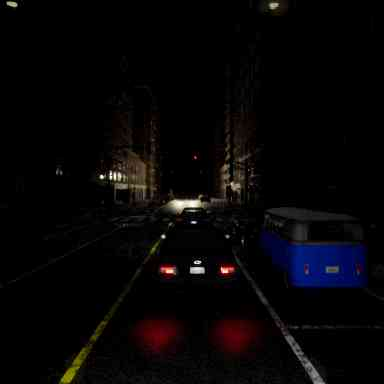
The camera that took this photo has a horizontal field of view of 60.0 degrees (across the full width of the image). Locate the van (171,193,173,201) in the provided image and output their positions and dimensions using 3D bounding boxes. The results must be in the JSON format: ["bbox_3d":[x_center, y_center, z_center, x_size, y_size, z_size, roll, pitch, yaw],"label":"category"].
[{"bbox_3d":[-5.712,1.305,74.059,1.690,1.788,3.998,0,0,0],"label":"van"}]

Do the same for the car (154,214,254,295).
[{"bbox_3d":[0.096,1.546,8.881,2.033,1.411,5.357,0,0,0],"label":"car"}]

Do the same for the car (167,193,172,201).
[{"bbox_3d":[-5.709,1.509,68.608,1.887,1.381,4.507,0,0,0],"label":"car"}]

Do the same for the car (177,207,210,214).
[{"bbox_3d":[0.090,1.557,19.200,1.994,1.385,4.181,0,0,0],"label":"car"}]

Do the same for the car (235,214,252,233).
[{"bbox_3d":[2.848,1.562,14.272,1.947,1.339,4.313,0,0,0],"label":"car"}]

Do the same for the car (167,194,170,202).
[{"bbox_3d":[-5.706,1.509,63.157,1.887,1.381,4.507,0,0,0],"label":"car"}]

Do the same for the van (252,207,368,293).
[{"bbox_3d":[2.850,1.339,8.612,1.690,1.788,3.998,0,0,0],"label":"van"}]

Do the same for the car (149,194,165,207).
[{"bbox_3d":[-5.699,1.494,52.086,1.752,1.417,4.829,0,0,0],"label":"car"}]

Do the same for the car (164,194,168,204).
[{"bbox_3d":[-5.702,1.517,57.706,2.008,1.369,4.403,0,0,0],"label":"car"}]

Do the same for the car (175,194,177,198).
[{"bbox_3d":[-5.719,1.282,84.961,2.192,1.841,5.009,0,0,0],"label":"car"}]

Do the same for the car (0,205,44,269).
[{"bbox_3d":[-5.674,1.313,8.567,2.192,1.841,5.009,0,0,0],"label":"car"}]

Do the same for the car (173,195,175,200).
[{"bbox_3d":[-5.715,1.516,79.510,2.008,1.369,4.403,0,0,0],"label":"car"}]

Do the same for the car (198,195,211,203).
[{"bbox_3d":[2.816,1.404,68.649,1.967,1.590,4.097,0,0,0],"label":"car"}]
